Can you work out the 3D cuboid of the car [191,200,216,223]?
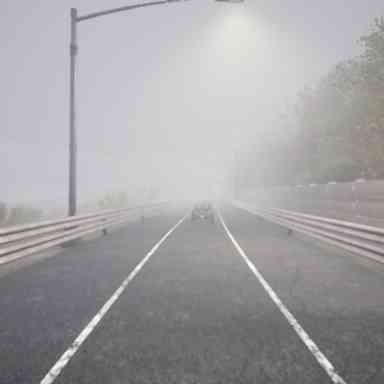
[{"bbox_3d":[0.931,1.704,27.977,2.128,1.511,4.902,0,0,3],"label":"car"}]
